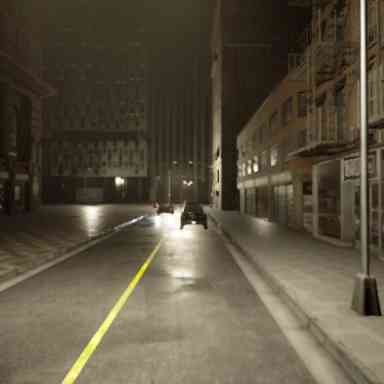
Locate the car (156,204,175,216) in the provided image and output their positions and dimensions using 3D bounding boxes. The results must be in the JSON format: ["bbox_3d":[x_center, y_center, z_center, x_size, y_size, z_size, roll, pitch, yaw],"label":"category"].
[{"bbox_3d":[-3.014,2.020,38.630,1.895,1.301,4.718,0,-1,1],"label":"car"}]

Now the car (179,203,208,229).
[{"bbox_3d":[0.115,1.766,23.983,1.837,1.490,4.892,0,-1,0],"label":"car"}]
